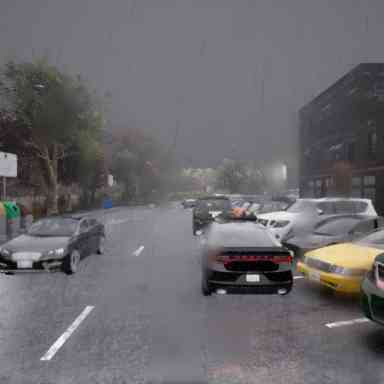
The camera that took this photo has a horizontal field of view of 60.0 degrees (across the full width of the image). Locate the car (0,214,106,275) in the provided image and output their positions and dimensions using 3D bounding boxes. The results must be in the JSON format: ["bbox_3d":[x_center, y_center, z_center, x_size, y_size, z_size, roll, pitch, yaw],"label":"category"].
[{"bbox_3d":[-4.090,1.499,10.552,2.128,1.511,4.902,0,0,-1],"label":"car"}]

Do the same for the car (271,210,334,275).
[{"bbox_3d":[5.269,1.523,11.085,4.792,1.488,2.163,1,0,-20],"label":"car"}]

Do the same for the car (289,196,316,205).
[{"bbox_3d":[20.991,1.666,63.342,2.163,1.488,4.792,0,1,-22],"label":"car"}]

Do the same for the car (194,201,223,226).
[{"bbox_3d":[1.101,1.512,24.783,1.882,1.535,5.008,0,0,0],"label":"car"}]

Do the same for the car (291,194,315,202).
[{"bbox_3d":[26.676,1.441,80.434,2.435,2.045,5.566,1,-1,-22],"label":"car"}]

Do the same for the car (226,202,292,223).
[{"bbox_3d":[5.266,1.562,26.110,4.674,1.452,2.002,1,0,-20],"label":"car"}]

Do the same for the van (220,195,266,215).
[{"bbox_3d":[5.344,1.323,35.168,4.442,1.987,1.878,1,0,-20],"label":"van"}]

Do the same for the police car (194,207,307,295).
[{"bbox_3d":[1.145,1.431,8.892,1.930,1.638,5.238,0,0,0],"label":"police car"}]

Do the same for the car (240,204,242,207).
[{"bbox_3d":[5.261,1.532,17.086,4.792,1.488,2.163,1,0,-20],"label":"car"}]

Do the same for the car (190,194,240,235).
[{"bbox_3d":[1.119,1.245,18.813,2.150,2.045,5.566,0,0,0],"label":"car"}]

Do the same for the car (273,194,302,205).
[{"bbox_3d":[18.077,1.384,63.214,2.435,2.045,5.566,0,1,-22],"label":"car"}]

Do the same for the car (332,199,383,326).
[{"bbox_3d":[5.299,1.236,5.070,5.566,2.045,2.435,1,0,-20],"label":"car"}]

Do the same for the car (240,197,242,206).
[{"bbox_3d":[5.248,1.382,20.101,4.553,1.767,2.185,1,0,-20],"label":"car"}]

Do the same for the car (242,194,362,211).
[{"bbox_3d":[5.269,1.246,14.087,5.566,2.045,2.435,1,0,-20],"label":"car"}]

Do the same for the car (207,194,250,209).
[{"bbox_3d":[5.187,1.330,47.160,5.566,2.045,2.435,1,0,-20],"label":"car"}]

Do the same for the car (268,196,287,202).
[{"bbox_3d":[20.593,1.719,80.285,2.163,1.488,4.792,0,-1,-22],"label":"car"}]

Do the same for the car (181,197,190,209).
[{"bbox_3d":[-0.203,1.619,46.323,1.812,1.442,4.674,0,0,0],"label":"car"}]

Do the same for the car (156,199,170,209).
[{"bbox_3d":[-4.217,1.701,48.589,1.895,1.301,4.718,0,0,0],"label":"car"}]

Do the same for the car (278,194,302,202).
[{"bbox_3d":[23.616,1.440,80.383,2.435,2.045,5.566,0,-1,-22],"label":"car"}]

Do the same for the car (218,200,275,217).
[{"bbox_3d":[5.238,1.538,32.122,5.008,1.535,2.097,1,0,-20],"label":"car"}]

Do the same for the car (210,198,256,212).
[{"bbox_3d":[5.027,1.558,41.065,5.366,1.575,1.946,1,0,-20],"label":"car"}]
